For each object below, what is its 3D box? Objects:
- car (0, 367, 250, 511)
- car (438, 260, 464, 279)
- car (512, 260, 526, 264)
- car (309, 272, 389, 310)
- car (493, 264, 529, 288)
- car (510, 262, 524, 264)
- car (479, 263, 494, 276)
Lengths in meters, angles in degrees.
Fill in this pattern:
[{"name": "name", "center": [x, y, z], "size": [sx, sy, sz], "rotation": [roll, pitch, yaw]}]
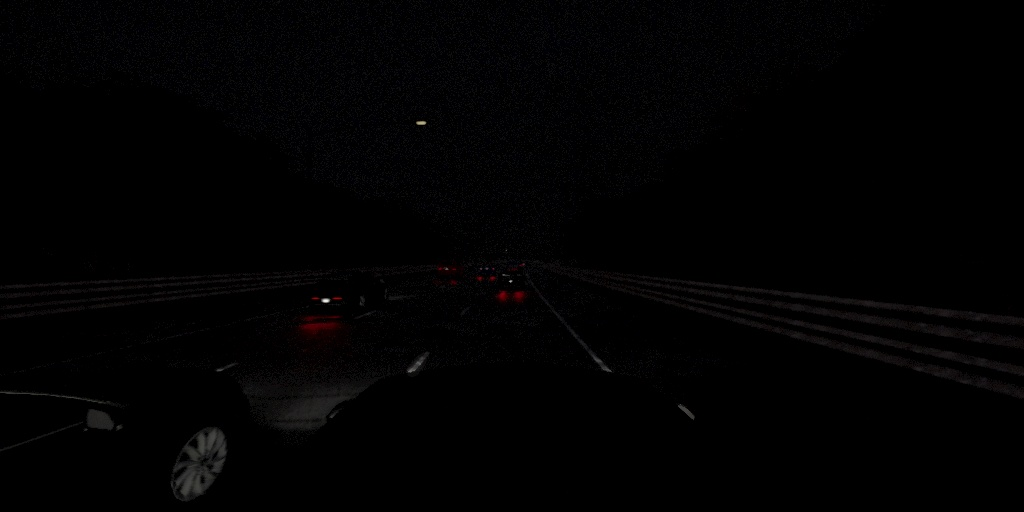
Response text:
[{"name": "car", "center": [-3.366, 1.254, 1.394], "size": [1.837, 1.490, 4.892], "rotation": [0, 0, -1]}, {"name": "car", "center": [-6.785, 1.507, 40.456], "size": [2.150, 2.045, 5.566], "rotation": [0, -1, 1]}, {"name": "car", "center": [0.855, 1.779, 61.579], "size": [2.150, 2.045, 5.566], "rotation": [0, -1, 3]}, {"name": "car", "center": [-7.009, 1.448, 15.909], "size": [1.837, 1.490, 4.892], "rotation": [0, -1, 0]}, {"name": "car", "center": [-0.052, 1.598, 27.572], "size": [2.128, 1.511, 4.902], "rotation": [0, -1, 1]}, {"name": "car", "center": [0.285, 1.830, 45.609], "size": [1.882, 1.535, 5.008], "rotation": [0, -1, 2]}, {"name": "car", "center": [-3.068, 1.727, 47.218], "size": [2.097, 1.767, 4.553], "rotation": [0, -1, 2]}]
